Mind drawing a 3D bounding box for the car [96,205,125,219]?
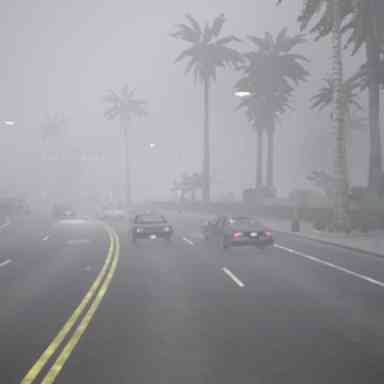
[{"bbox_3d":[-8.174,1.959,32.880,1.895,1.301,4.718,0,-1,-27],"label":"car"}]

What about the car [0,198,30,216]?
[{"bbox_3d":[-21.244,1.698,39.765,2.150,2.045,5.566,1,-1,-43],"label":"car"}]

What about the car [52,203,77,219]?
[{"bbox_3d":[-13.134,1.881,34.118,2.128,1.511,4.902,0,-1,-31],"label":"car"}]

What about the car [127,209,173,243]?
[{"bbox_3d":[-2.312,1.783,17.394,1.895,1.301,4.718,0,-1,-14],"label":"car"}]

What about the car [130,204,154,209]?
[{"bbox_3d":[-5.323,1.930,34.781,1.994,1.385,4.181,0,-1,-27],"label":"car"}]

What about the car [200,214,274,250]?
[{"bbox_3d":[1.828,1.692,15.141,2.033,1.411,5.357,0,-1,-12],"label":"car"}]
